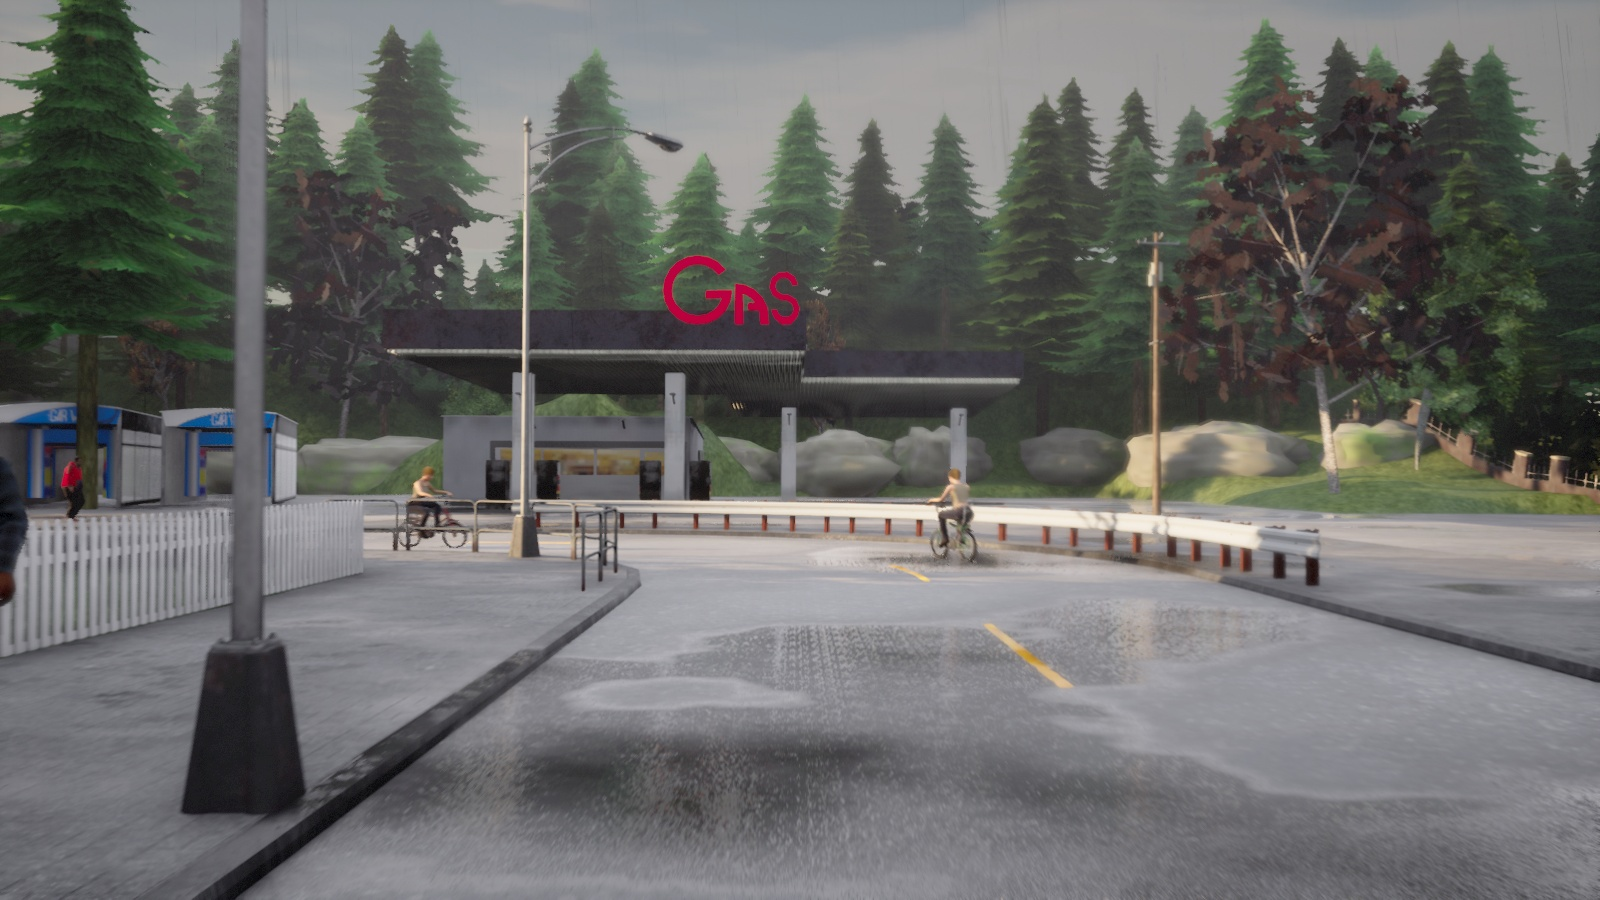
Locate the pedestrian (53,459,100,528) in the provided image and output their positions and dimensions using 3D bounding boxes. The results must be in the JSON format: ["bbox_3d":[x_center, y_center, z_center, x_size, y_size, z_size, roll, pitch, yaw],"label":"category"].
[{"bbox_3d":[-19.486,1.168,33.844,0.899,1.844,0.634,0,-1,-3],"label":"pedestrian"}]

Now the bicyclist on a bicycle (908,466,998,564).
[{"bbox_3d":[2.655,1.110,21.975,0.866,1.612,1.509,-2,0,-24],"label":"bicyclist on a bicycle"}]

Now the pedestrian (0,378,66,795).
[{"bbox_3d":[-3.944,0.639,5.928,0.423,1.949,0.788,0,-1,7],"label":"pedestrian"}]

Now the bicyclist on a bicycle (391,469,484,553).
[{"bbox_3d":[-7.182,1.197,24.911,1.509,1.612,0.866,0,1,11],"label":"bicyclist on a bicycle"}]
